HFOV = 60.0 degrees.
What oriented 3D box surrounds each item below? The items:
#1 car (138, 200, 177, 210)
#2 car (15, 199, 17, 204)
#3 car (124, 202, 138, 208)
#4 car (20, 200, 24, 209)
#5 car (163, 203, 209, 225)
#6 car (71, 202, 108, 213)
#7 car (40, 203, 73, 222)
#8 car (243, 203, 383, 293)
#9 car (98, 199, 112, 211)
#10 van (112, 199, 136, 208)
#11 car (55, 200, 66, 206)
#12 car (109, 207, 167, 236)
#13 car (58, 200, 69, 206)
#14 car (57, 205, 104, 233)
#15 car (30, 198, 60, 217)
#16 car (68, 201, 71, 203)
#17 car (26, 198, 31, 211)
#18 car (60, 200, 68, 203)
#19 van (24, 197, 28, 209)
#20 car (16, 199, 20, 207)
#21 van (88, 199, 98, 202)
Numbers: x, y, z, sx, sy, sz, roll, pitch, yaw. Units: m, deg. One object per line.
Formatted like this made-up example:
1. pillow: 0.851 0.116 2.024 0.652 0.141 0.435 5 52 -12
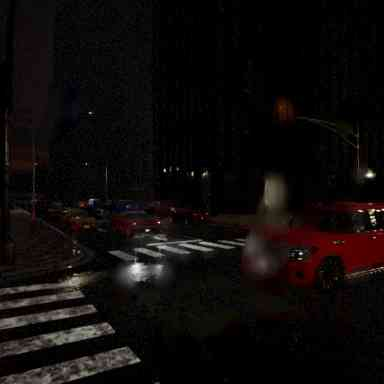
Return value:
1. car: -2.879 1.688 31.244 2.192 1.841 5.009 -1 0 -30
2. car: -40.520 2.736 79.474 1.802 1.307 4.206 -1 0 -30
3. car: -5.409 2.021 35.654 1.802 1.307 4.206 -1 0 -30
4. car: -29.782 2.331 60.837 1.967 1.590 4.097 -1 0 -30
5. car: -0.340 1.851 26.833 1.887 1.381 4.507 -1 0 -30
6. car: -10.123 1.987 32.083 2.033 1.411 5.357 0 -1 -30
7. car: -12.612 2.000 31.051 2.008 1.369 4.403 -1 0 -30
8. car: 4.045 1.340 9.168 5.566 2.045 2.150 0 0 -30
9. car: -10.485 1.886 44.476 2.192 1.841 5.009 -1 0 -30
10. van: -7.949 1.846 40.065 1.690 1.788 3.998 -1 0 -30
11. car: -33.396 2.695 84.185 2.008 1.369 4.403 -1 0 -30
12. car: -3.525 1.868 20.637 1.895 1.301 4.718 0 -1 -28
13. car: -30.798 2.648 79.678 1.947 1.339 4.313 -1 0 -30
14. car: -7.649 1.845 22.437 1.752 1.417 4.829 -1 0 -30
15. car: -17.497 1.891 39.518 2.192 1.841 5.009 -1 0 -30
16. car: -28.200 2.586 75.170 1.947 1.339 4.313 -1 0 -30
17. car: -22.373 2.142 47.983 1.967 1.590 4.097 -1 0 -30
18. car: -20.804 2.265 50.815 2.033 1.411 5.357 0 -1 -30
19. van: -24.815 2.105 52.217 1.690 1.788 3.998 -1 0 -30
20. car: -37.836 2.634 74.815 1.887 1.381 4.507 -1 0 -30
21. van: -15.554 2.043 53.296 1.690 1.788 3.998 -1 0 -30
